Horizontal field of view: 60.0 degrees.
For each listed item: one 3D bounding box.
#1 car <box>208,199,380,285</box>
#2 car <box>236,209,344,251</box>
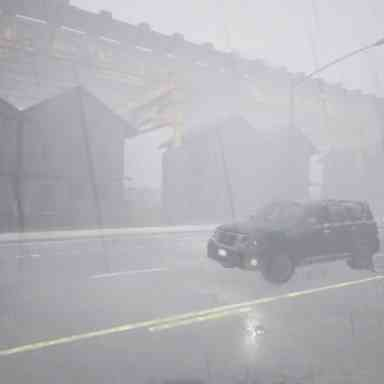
[{"bbox_3d":[3.164,1.232,9.801,5.566,2.045,2.150,1,0,-30],"label":"car"},{"bbox_3d":[4.348,1.534,14.532,4.674,1.442,1.812,1,0,-30],"label":"car"}]
